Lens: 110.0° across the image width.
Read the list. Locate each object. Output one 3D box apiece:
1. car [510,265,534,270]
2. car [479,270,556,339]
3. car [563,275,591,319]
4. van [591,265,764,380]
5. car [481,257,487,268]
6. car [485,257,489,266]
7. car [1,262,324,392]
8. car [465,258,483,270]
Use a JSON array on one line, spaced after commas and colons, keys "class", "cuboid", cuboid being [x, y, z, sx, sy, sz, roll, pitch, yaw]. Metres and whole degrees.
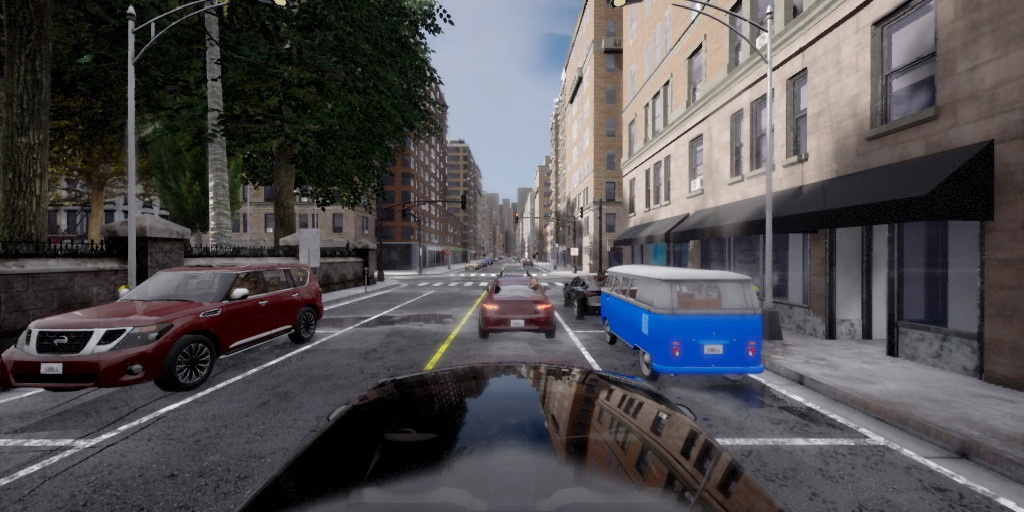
[{"class": "car", "cuboid": [0.114, 1.345, 18.807, 1.895, 1.301, 4.718, 0, 0, -1]}, {"class": "car", "cuboid": [0.124, 1.274, 9.985, 1.812, 1.442, 4.674, 0, 0, 0]}, {"class": "car", "cuboid": [2.881, 1.313, 12.604, 1.948, 1.339, 4.313, 0, 0, 0]}, {"class": "van", "cuboid": [2.868, 1.090, 6.944, 1.690, 1.789, 3.998, 0, 0, 0]}, {"class": "car", "cuboid": [-5.545, 1.272, 56.062, 2.007, 1.370, 4.403, 0, 0, 0]}, {"class": "car", "cuboid": [-5.533, 1.266, 61.513, 1.888, 1.381, 4.507, 0, 0, 0]}, {"class": "car", "cuboid": [-5.657, 1.064, 6.923, 2.192, 1.841, 5.009, 0, 0, 0]}, {"class": "car", "cuboid": [-5.558, 1.249, 50.442, 1.751, 1.417, 4.829, 0, 0, 0]}]
